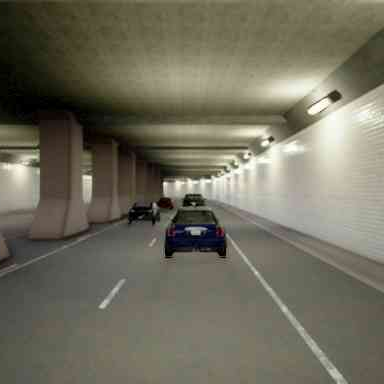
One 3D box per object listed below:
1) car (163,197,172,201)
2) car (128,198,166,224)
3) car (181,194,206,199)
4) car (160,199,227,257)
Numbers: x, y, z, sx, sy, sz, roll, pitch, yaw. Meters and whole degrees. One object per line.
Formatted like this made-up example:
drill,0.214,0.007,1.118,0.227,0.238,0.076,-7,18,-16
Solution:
car,-3.309,1.406,42.366,1.882,1.535,5.008,0,0,0
car,-3.349,1.450,24.054,2.128,1.511,4.902,0,0,0
car,0.167,1.170,31.707,2.150,2.045,5.566,0,0,0
car,0.126,1.331,12.912,2.097,1.767,4.553,0,0,0
